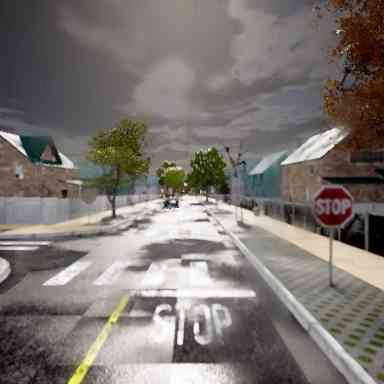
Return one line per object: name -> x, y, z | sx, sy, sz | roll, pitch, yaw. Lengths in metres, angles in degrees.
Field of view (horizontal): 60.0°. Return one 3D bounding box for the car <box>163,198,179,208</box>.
car -> -2.750, 1.440, 45.107 | 1.994, 1.385, 4.181 | 0, 0, 0
